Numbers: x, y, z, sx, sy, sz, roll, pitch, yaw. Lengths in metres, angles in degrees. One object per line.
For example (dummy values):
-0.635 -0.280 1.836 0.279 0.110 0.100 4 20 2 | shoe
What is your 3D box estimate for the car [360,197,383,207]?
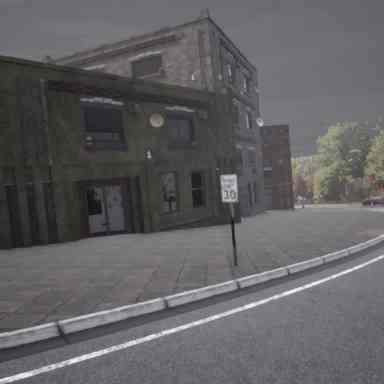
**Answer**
28.693 1.484 52.852 1.882 1.535 5.008 -5 -2 -1 | car
